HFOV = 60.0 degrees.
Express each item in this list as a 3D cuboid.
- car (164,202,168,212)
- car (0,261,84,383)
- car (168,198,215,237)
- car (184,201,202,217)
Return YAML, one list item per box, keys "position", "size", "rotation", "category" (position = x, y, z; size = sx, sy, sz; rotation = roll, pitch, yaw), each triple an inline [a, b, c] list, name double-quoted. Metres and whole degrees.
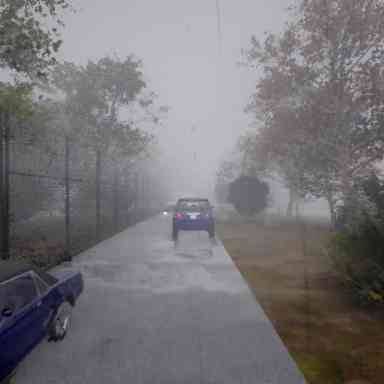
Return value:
- position: [-2.833, 2.076, 47.477]
  size: [1.882, 1.535, 5.008]
  rotation: [0, -2, 1]
  category: "car"
- position: [-2.860, 1.607, 3.753]
  size: [1.895, 1.301, 4.718]
  rotation: [0, 0, 0]
  category: "car"
- position: [0.077, 1.324, 18.765]
  size: [2.150, 2.045, 5.566]
  rotation: [0, -1, 0]
  category: "car"
- position: [0.066, 1.854, 37.377]
  size: [1.882, 1.535, 5.008]
  rotation: [0, -1, 0]
  category: "car"
